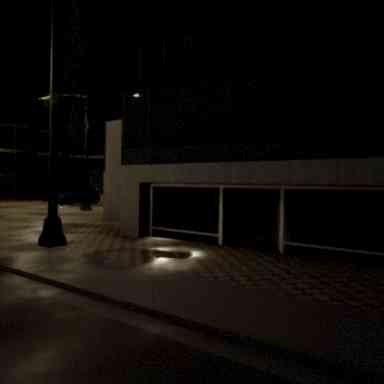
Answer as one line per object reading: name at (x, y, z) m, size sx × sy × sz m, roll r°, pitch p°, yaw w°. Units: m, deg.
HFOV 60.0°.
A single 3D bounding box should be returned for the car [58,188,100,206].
car at (-13.272, 0.500, 38.562) m, size 2.150 × 2.045 × 5.566 m, roll 2°, pitch 1°, yaw 36°
